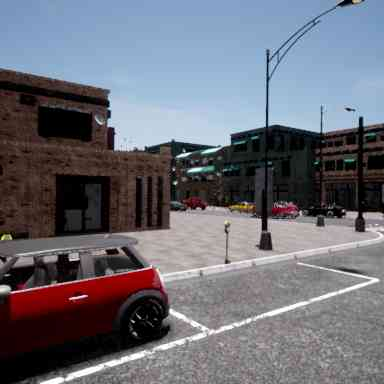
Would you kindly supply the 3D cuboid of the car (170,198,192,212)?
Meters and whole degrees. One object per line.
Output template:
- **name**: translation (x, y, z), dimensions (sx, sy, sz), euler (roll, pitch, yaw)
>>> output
- **car**: translation (-2.373, 1.894, 44.498), dimensions (1.994, 1.385, 4.181), euler (1, -1, -35)

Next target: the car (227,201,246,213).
- **car**: translation (6.471, 1.878, 41.903), dimensions (1.752, 1.417, 4.829), euler (0, -1, -35)

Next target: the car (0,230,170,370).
- **car**: translation (-2.435, 1.440, 4.808), dimensions (4.097, 1.590, 1.967), euler (0, 1, -36)

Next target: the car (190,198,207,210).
- **car**: translation (0.234, 1.772, 50.876), dimensions (2.192, 1.841, 5.009), euler (0, -1, -35)

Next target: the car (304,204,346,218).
- **car**: translation (12.902, 1.811, 32.652), dimensions (1.947, 1.339, 4.313), euler (0, -1, -35)

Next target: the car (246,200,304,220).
- **car**: translation (7.468, 1.691, 30.330), dimensions (1.812, 1.442, 4.674), euler (1, -1, -35)

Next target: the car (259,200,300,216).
- **car**: translation (9.736, 1.738, 37.209), dimensions (1.967, 1.590, 4.097), euler (0, -1, -35)
